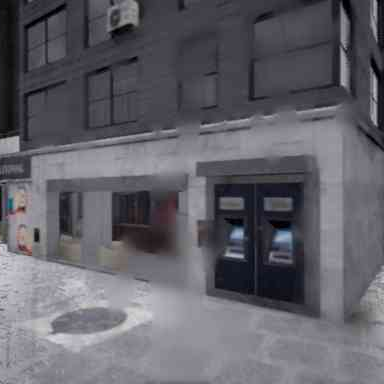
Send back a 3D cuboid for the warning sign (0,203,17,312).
[{"bbox_3d":[-3.940,1.133,5.718,1.060,1.860,1.300,0,0,36],"label":"warning sign"}]
